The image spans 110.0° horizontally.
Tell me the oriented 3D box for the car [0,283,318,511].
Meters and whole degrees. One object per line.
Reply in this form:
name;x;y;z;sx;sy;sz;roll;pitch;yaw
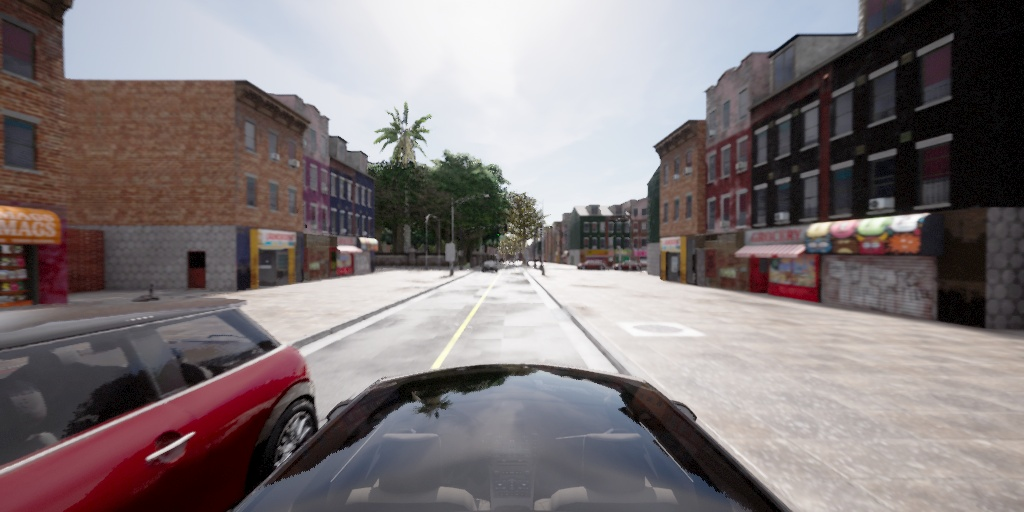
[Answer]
car;-2.851;1.102;1.416;2.097;1.767;4.553;0;0;0

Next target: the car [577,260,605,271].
car;11.826;1.362;54.173;4.097;1.591;1.967;0;0;0

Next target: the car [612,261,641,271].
car;17.261;1.423;54.173;4.097;1.591;1.967;0;0;0

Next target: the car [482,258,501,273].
car;-2.747;1.296;45.159;1.882;1.535;5.008;0;0;0
